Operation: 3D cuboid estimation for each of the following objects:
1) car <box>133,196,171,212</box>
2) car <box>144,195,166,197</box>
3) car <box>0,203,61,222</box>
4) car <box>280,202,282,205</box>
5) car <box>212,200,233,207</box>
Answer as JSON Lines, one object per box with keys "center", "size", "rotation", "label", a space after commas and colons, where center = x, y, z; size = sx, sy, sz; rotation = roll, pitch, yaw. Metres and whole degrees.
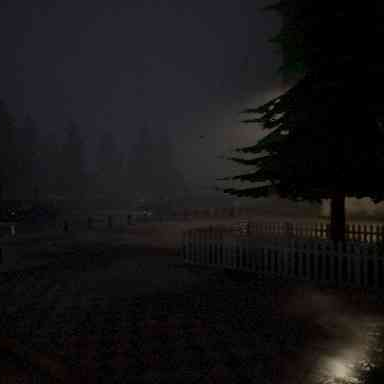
{"center": [-4.651, 1.648, 40.954], "size": [1.882, 1.535, 5.008], "rotation": [0, 0, 36], "label": "car"}
{"center": [-5.615, 1.413, 45.617], "size": [2.150, 2.045, 5.566], "rotation": [0, 0, 36], "label": "car"}
{"center": [-13.588, 1.696, 28.448], "size": [1.812, 1.442, 4.674], "rotation": [0, 0, 35], "label": "car"}
{"center": [17.455, 1.478, 59.640], "size": [2.097, 1.767, 4.553], "rotation": [0, 0, 36], "label": "car"}
{"center": [5.027, 1.500, 54.312], "size": [2.128, 1.511, 4.902], "rotation": [0, 0, 36], "label": "car"}
